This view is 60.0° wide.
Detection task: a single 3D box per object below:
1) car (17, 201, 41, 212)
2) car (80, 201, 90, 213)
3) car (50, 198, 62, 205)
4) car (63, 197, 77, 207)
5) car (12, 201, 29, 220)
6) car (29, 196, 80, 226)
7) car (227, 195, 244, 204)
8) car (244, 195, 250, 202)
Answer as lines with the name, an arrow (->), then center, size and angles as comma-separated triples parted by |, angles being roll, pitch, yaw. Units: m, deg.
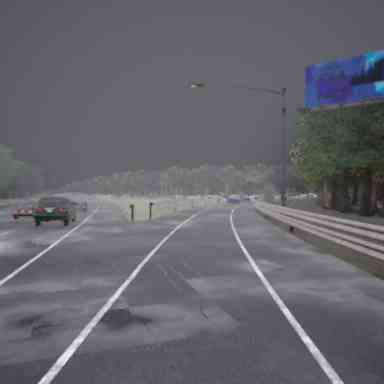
car -> -21.470, 1.835, 44.068 | 1.895, 1.301, 4.718 | 0, -1, -14
car -> -13.761, 1.775, 41.144 | 2.033, 1.411, 5.357 | 0, 0, -14
car -> -28.534, 1.957, 69.924 | 1.882, 1.535, 5.008 | 0, -1, -16
car -> -22.583, 1.752, 61.543 | 2.097, 1.767, 4.553 | 0, -1, -15
car -> -14.565, 1.679, 29.932 | 2.033, 1.411, 5.357 | 0, -1, -13
car -> -9.884, 1.343, 24.372 | 2.150, 2.045, 5.566 | 0, -1, -12
car -> 7.873, 1.500, 62.177 | 1.882, 1.535, 5.008 | 0, 0, 18
car -> 11.144, 1.408, 71.803 | 2.128, 1.511, 4.902 | 0, 1, 23
